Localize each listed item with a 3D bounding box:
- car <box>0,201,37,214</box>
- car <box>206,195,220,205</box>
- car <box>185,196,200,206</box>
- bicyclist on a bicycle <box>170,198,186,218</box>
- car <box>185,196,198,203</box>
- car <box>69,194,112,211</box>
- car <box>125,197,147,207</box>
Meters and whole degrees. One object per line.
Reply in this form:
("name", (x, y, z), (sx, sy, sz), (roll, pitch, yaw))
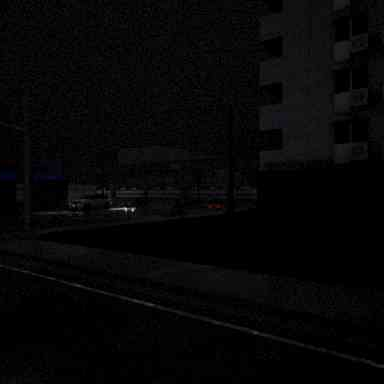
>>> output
("car", (-17.886, 1.601, 32.461), (1.895, 1.301, 4.718), (0, 0, 35))
("car", (3.916, 1.526, 58.460), (1.812, 1.442, 4.674), (0, 0, 4))
("car", (0.204, 1.547, 55.070), (2.033, 1.411, 5.357), (0, 0, 8))
("bicyclist on a bicycle", (-1.169, 1.300, 27.291), (1.656, 1.620, 0.582), (0, 0, 36))
("car", (-0.130, 1.564, 69.856), (1.994, 1.385, 4.181), (0, 0, -12))
("car", (-12.300, 1.221, 40.713), (2.150, 2.045, 5.566), (0, 0, 29))
("car", (-8.353, 1.491, 49.988), (2.128, 1.511, 4.902), (0, 0, 15))
